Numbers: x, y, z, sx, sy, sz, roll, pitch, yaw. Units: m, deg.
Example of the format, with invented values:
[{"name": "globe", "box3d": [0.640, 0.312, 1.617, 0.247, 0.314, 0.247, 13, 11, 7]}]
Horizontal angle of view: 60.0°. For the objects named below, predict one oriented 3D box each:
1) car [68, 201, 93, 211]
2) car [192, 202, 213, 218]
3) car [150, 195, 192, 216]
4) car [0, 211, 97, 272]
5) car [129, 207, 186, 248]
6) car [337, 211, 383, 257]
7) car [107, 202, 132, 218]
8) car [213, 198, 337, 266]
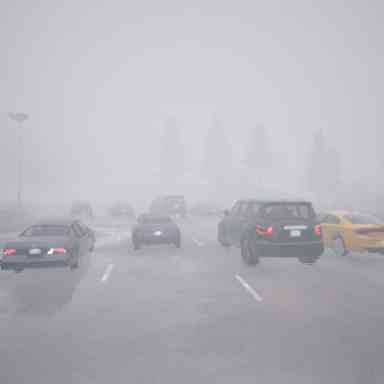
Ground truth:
[{"name": "car", "box3d": [-10.598, 1.600, 31.605, 1.837, 1.490, 4.892, 0, 0, -24]}, {"name": "car", "box3d": [1.132, 1.596, 30.547, 1.994, 1.385, 4.181, 0, 0, -20]}, {"name": "car", "box3d": [-2.196, 1.270, 29.664, 2.150, 2.045, 5.566, 0, 0, -21]}, {"name": "car", "box3d": [-4.427, 1.585, 11.052, 2.033, 1.411, 5.357, 0, 0, -9]}, {"name": "car", "box3d": [-1.696, 1.592, 14.992, 1.994, 1.385, 4.181, 0, 0, -11]}, {"name": "car", "box3d": [5.765, 1.464, 13.043, 1.882, 1.535, 5.008, 0, 0, -8]}, {"name": "car", "box3d": [-6.814, 1.639, 31.639, 1.994, 1.385, 4.181, 0, 0, -22]}, {"name": "car", "box3d": [2.478, 1.224, 11.788, 2.150, 2.045, 5.566, 0, 0, -8]}]
